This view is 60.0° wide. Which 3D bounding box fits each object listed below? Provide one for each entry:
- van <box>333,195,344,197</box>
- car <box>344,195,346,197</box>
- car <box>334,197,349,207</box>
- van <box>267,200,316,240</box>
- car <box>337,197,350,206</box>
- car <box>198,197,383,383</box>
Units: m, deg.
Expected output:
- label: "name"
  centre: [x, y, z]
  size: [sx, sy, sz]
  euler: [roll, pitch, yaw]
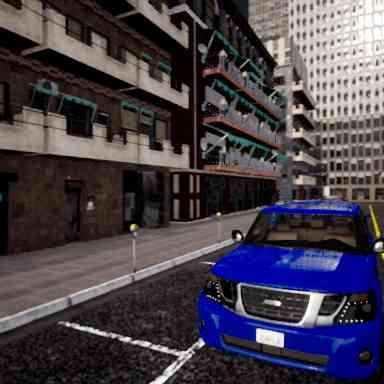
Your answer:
- label: "van"
  centre: [15.618, 1.337, 37.119]
  size: [1.690, 1.788, 3.998]
  euler: [-1, 0, 28]
- label: "car"
  centre: [20.765, 1.308, 46.952]
  size: [2.192, 1.841, 5.009]
  euler: [-1, 0, 28]
- label: "car"
  centre: [23.341, 1.558, 51.867]
  size: [1.947, 1.339, 4.313]
  euler: [-1, 0, 28]
- label: "van"
  centre: [5.324, 1.339, 17.454]
  size: [1.690, 1.788, 3.998]
  euler: [-1, 0, 28]
- label: "car"
  centre: [25.915, 1.535, 56.783]
  size: [1.887, 1.381, 4.507]
  euler: [-1, 0, 28]
- label: "car"
  centre: [2.142, 1.221, 6.024]
  size: [2.150, 2.045, 5.566]
  euler: [0, 0, 28]
